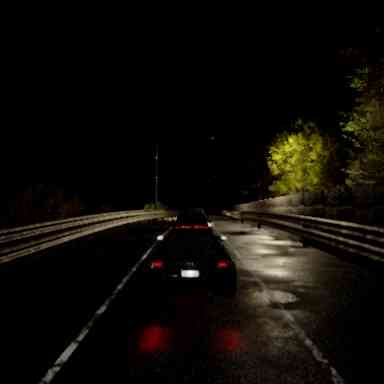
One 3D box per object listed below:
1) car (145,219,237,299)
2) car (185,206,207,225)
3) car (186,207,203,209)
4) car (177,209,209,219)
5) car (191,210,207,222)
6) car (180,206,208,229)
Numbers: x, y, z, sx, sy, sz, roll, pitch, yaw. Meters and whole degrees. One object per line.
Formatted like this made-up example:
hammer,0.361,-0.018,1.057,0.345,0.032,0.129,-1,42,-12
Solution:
car,0.001,1.629,8.629,1.994,1.385,4.181,0,-1,1
car,0.476,2.404,34.147,2.097,1.767,4.553,0,-3,2
car,0.083,1.938,22.167,2.128,1.511,4.902,0,-2,1
car,0.021,1.741,16.179,1.837,1.490,4.892,0,-2,0
car,0.993,3.146,45.047,1.882,1.535,5.008,0,-3,3
car,0.197,2.063,27.906,2.097,1.767,4.553,0,-3,1
